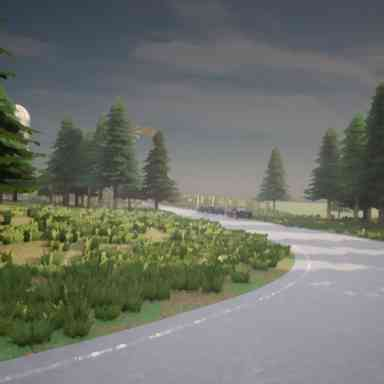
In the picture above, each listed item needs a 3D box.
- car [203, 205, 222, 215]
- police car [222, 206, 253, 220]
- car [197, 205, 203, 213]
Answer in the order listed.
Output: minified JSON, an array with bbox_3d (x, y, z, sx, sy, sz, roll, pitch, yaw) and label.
[{"bbox_3d":[3.580,2.866,51.032,1.837,1.490,4.892,2,-1,-13],"label":"car"},{"bbox_3d":[5.824,2.585,41.404,1.930,1.638,5.238,2,-1,-13],"label":"police car"},{"bbox_3d":[2.221,2.975,56.875,1.837,1.490,4.892,2,-1,-13],"label":"car"}]
